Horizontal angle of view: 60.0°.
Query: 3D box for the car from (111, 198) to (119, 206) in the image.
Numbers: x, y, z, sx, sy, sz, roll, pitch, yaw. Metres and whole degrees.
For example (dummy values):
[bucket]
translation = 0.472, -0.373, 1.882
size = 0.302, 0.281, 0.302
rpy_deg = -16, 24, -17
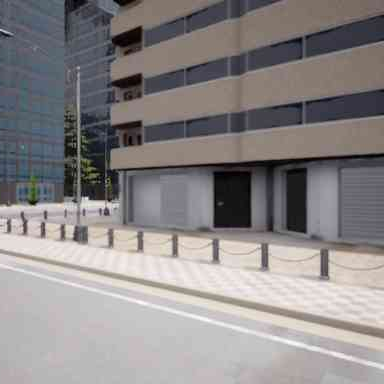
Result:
[car]
translation = -10.337, 1.390, 52.128
size = 1.882, 1.535, 5.008
rpy_deg = 0, 0, 36
